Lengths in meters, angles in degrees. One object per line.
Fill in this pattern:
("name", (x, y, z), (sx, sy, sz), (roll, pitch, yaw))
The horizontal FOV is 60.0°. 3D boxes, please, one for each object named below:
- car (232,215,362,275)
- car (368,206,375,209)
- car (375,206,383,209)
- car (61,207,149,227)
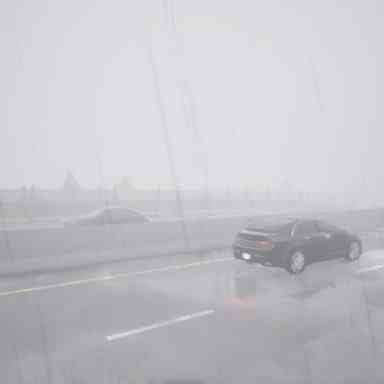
("car", (3.463, 1.508, 10.507), (4.892, 1.490, 1.837), (0, 0, -35))
("car", (23.607, 2.497, 42.184), (5.357, 1.411, 2.033), (6, -4, -35))
("car", (19.549, 1.821, 30.738), (5.357, 1.411, 2.033), (3, -2, -35))
("car", (-4.573, 1.530, 17.918), (4.674, 1.442, 1.812), (0, 0, -35))
